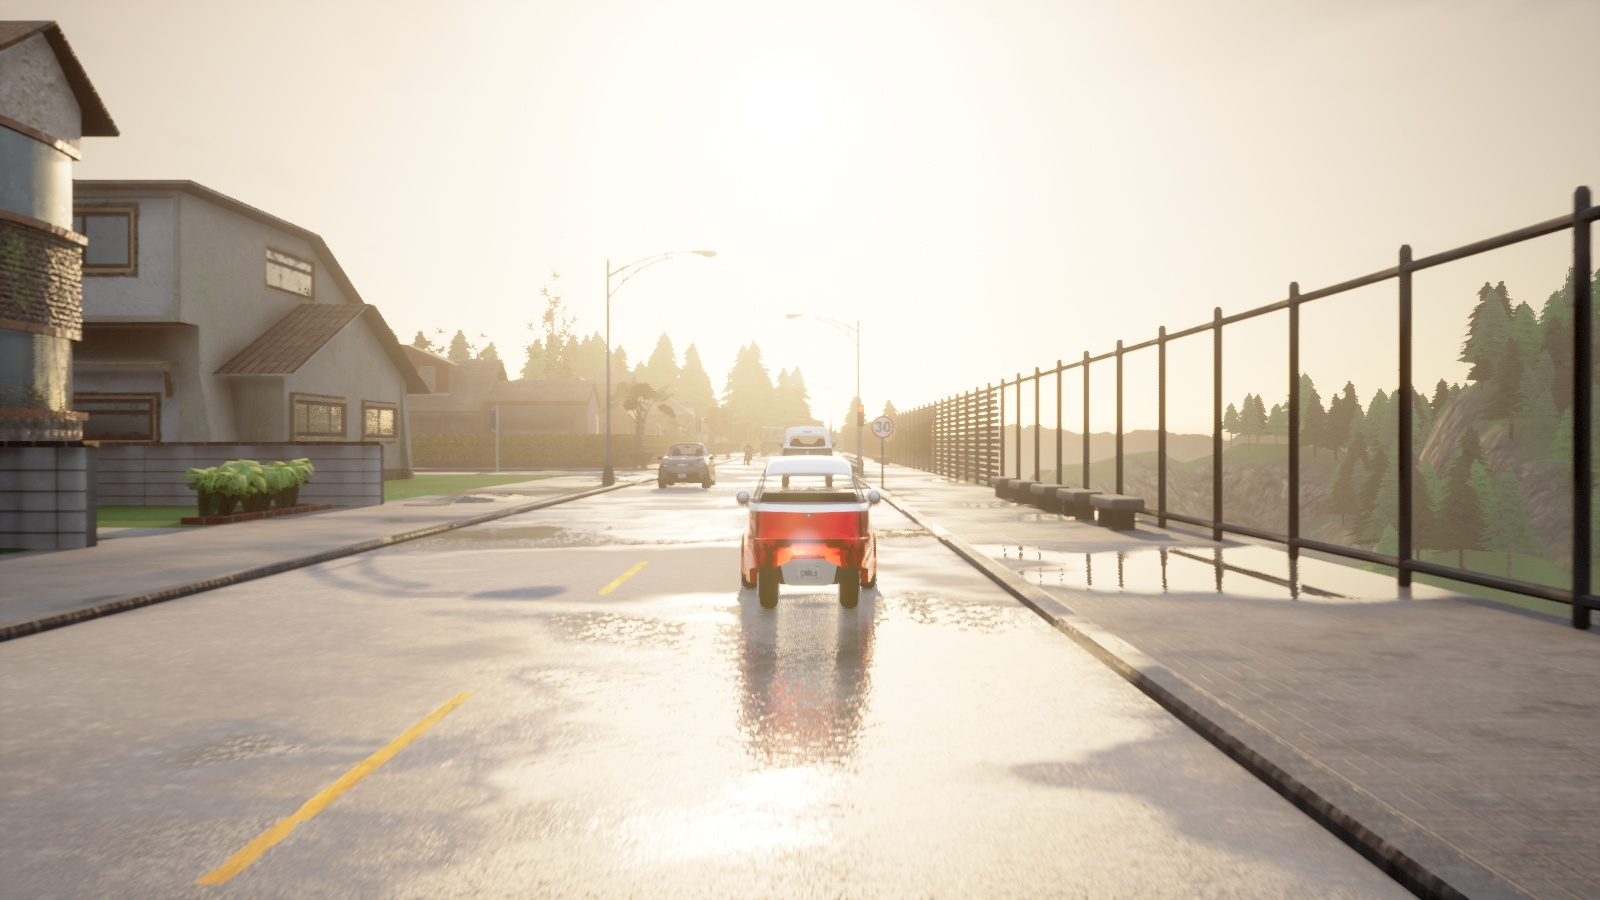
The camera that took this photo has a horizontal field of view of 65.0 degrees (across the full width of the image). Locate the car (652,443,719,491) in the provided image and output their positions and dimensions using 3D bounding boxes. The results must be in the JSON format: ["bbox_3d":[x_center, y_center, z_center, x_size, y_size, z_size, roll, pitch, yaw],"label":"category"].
[{"bbox_3d":[-3.747,0.523,41.593,1.845,1.501,3.633,0,0,0],"label":"car"}]

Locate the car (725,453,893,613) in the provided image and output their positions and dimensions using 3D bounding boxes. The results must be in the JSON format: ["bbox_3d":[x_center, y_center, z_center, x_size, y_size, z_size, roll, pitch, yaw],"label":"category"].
[{"bbox_3d":[0.084,0.733,12.161,1.481,1.376,2.207,0,1,0],"label":"car"}]

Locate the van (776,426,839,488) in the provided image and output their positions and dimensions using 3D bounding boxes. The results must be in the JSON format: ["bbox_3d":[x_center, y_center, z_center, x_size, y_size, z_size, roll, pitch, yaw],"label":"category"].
[{"bbox_3d":[0.262,0.226,43.305,2.069,2.038,4.480,0,0,0],"label":"van"}]
